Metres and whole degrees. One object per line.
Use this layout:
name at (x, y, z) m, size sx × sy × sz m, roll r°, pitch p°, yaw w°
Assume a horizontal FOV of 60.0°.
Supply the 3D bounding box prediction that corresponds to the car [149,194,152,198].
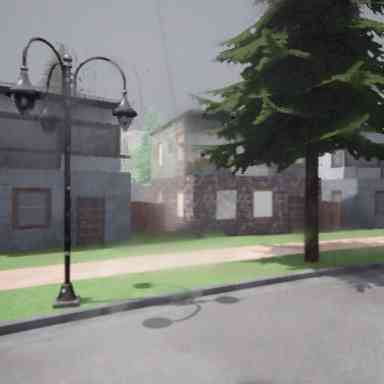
car at (-9.278, 1.265, 78.727) m, size 1.905 × 1.878 × 3.866 m, roll 0°, pitch 0°, yaw -13°
